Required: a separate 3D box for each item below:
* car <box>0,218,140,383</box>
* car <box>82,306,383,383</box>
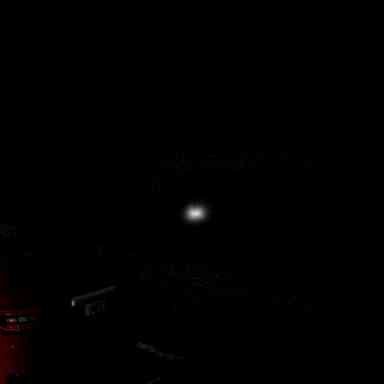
[{"bbox_3d":[-2.970,1.315,4.939,5.009,1.841,2.192,0,0,36],"label":"car"},{"bbox_3d":[1.515,1.582,1.724,4.206,1.307,1.802,0,0,36],"label":"car"}]
